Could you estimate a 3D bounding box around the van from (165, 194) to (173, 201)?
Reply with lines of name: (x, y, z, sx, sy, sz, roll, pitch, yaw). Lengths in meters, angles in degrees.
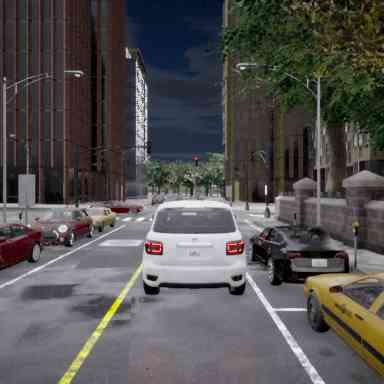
van: (-5.842, 1.372, 84.761, 1.690, 1.788, 3.998, 0, 0, 0)

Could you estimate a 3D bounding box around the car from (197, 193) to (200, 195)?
car: (2.689, 1.572, 79.331, 1.887, 1.381, 4.507, 0, 0, 0)

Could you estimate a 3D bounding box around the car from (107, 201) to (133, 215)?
car: (-7.010, 1.496, 31.641, 4.718, 1.301, 1.895, 1, 0, 0)

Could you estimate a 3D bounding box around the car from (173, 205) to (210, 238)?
car: (0.006, 1.527, 18.496, 1.812, 1.442, 4.674, 0, 0, 0)

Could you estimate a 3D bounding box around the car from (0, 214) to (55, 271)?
car: (-5.773, 1.545, 9.252, 1.887, 1.381, 4.507, 0, 0, 0)

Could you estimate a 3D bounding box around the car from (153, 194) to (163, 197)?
car: (-5.817, 1.330, 57.573, 2.192, 1.841, 5.009, 0, 0, 0)

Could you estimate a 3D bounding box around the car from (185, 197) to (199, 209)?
car: (0.047, 1.514, 46.674, 1.837, 1.490, 4.892, 1, 0, 1)

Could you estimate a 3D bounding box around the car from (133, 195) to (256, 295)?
car: (0.058, 1.222, 8.852, 2.150, 2.045, 5.566, 0, 0, 0)

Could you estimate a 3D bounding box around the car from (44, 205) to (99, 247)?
car: (-5.778, 1.441, 14.709, 1.967, 1.590, 4.097, 0, 0, 0)

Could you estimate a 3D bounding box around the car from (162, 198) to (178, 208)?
car: (-3.140, 1.574, 48.138, 1.994, 1.385, 4.181, 0, 0, 0)

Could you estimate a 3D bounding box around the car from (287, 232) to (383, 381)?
car: (2.757, 1.525, 3.975, 1.752, 1.417, 4.829, 0, 0, 0)

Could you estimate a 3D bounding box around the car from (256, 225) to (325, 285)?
car: (2.752, 1.566, 9.261, 1.947, 1.339, 4.313, 0, 0, 0)

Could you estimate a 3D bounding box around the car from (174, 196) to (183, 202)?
car: (-3.072, 1.559, 77.346, 2.033, 1.411, 5.357, 0, 0, 0)

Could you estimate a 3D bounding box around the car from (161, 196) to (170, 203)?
car: (-5.832, 1.549, 73.716, 1.752, 1.417, 4.829, 0, 0, 0)

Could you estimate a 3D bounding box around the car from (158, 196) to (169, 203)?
car: (-5.827, 1.602, 68.448, 1.802, 1.307, 4.206, 0, 0, 0)

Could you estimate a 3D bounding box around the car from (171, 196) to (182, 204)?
car: (-3.084, 1.584, 67.007, 1.994, 1.385, 4.181, 0, 0, 1)

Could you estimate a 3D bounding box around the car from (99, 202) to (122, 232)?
car: (-5.783, 1.527, 19.996, 1.752, 1.417, 4.829, 0, 0, 0)

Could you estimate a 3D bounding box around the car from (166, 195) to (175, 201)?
car: (-5.847, 1.586, 90.199, 2.008, 1.369, 4.403, 0, 0, 0)
